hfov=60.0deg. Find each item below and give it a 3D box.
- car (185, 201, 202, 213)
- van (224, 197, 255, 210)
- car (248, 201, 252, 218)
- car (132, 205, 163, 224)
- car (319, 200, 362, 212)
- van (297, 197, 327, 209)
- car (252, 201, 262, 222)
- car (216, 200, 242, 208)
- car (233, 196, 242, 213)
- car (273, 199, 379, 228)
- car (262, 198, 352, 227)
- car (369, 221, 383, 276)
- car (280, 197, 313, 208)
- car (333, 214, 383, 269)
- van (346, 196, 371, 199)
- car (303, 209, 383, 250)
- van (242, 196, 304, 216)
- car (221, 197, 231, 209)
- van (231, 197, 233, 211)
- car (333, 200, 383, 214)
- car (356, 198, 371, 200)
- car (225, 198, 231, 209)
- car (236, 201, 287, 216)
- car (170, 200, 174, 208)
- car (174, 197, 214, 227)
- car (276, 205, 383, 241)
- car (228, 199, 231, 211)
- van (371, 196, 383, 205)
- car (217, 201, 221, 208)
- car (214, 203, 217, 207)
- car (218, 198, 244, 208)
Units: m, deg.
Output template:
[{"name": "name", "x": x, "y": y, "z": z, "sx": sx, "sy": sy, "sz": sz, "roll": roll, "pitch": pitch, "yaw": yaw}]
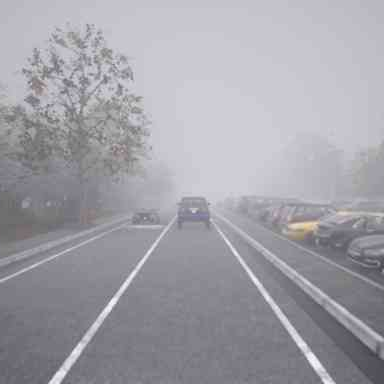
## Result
[{"name": "car", "x": 0.155, "y": 1.887, "z": 42.547, "sx": 2.033, "sy": 1.411, "sz": 5.357, "roll": 0, "pitch": -1, "yaw": 0}, {"name": "van", "x": 7.265, "y": 1.754, "z": 51.122, "sx": 4.442, "sy": 1.987, "sz": 1.878, "roll": 0, "pitch": -1, "yaw": 0}, {"name": "car", "x": 7.080, "y": 1.631, "z": 26.155, "sx": 4.674, "sy": 1.452, "sz": 2.002, "roll": 0, "pitch": 0, "yaw": 0}, {"name": "car", "x": -3.323, "y": 1.687, "z": 25.556, "sx": 1.994, "sy": 1.385, "sz": 4.181, "roll": 0, "pitch": 0, "yaw": 0}, {"name": "car", "x": 20.206, "y": 1.865, "z": 45.349, "sx": 4.892, "sy": 1.521, "sz": 2.231, "roll": 0, "pitch": -1, "yaw": 0}, {"name": "van", "x": 20.360, "y": 1.858, "z": 56.432, "sx": 4.442, "sy": 1.987, "sz": 1.878, "roll": 0, "pitch": -1, "yaw": 0}, {"name": "car", "x": 7.064, "y": 1.580, "z": 23.379, "sx": 5.008, "sy": 1.535, "sz": 2.097, "roll": 0, "pitch": 0, "yaw": 0}, {"name": "car", "x": 7.194, "y": 2.264, "z": 64.992, "sx": 5.008, "sy": 1.535, "sz": 2.097, "roll": 0, "pitch": -1, "yaw": 0}, {"name": "car", "x": 7.122, "y": 1.360, "z": 31.709, "sx": 5.566, "sy": 2.045, "sz": 2.435, "roll": 0, "pitch": 0, "yaw": 0}, {"name": "car", "x": 7.023, "y": 1.434, "z": 17.827, "sx": 4.553, "sy": 1.767, "sz": 2.185, "roll": 0, "pitch": 0, "yaw": 0}, {"name": "car", "x": 7.031, "y": 1.445, "z": 20.603, "sx": 4.553, "sy": 1.767, "sz": 2.185, "roll": 0, "pitch": 0, "yaw": 0}, {"name": "car", "x": 6.837, "y": 1.516, "z": 6.723, "sx": 5.366, "sy": 1.575, "sz": 1.946, "roll": 0, "pitch": 0, "yaw": 0}, {"name": "car", "x": 20.294, "y": 2.004, "z": 64.738, "sx": 5.566, "sy": 2.045, "sz": 2.435, "roll": 0, "pitch": -2, "yaw": 0}, {"name": "car", "x": 7.037, "y": 1.530, "z": 9.498, "sx": 4.892, "sy": 1.521, "sz": 2.231, "roll": 0, "pitch": 0, "yaw": 0}, {"name": "van", "x": 20.071, "y": 1.474, "z": 37.045, "sx": 4.442, "sy": 1.987, "sz": 1.878, "roll": 0, "pitch": -1, "yaw": 0}, {"name": "car", "x": 7.032, "y": 1.541, "z": 12.275, "sx": 4.892, "sy": 1.521, "sz": 2.231, "roll": 0, "pitch": 0, "yaw": 0}, {"name": "van", "x": 6.969, "y": 1.375, "z": 28.933, "sx": 4.442, "sy": 1.987, "sz": 1.878, "roll": 0, "pitch": 0, "yaw": 0}, {"name": "car", "x": 7.146, "y": 1.925, "z": 48.342, "sx": 5.008, "sy": 1.535, "sz": 2.097, "roll": 0, "pitch": -1, "yaw": 0}, {"name": "van", "x": 6.992, "y": 1.480, "z": 37.244, "sx": 4.442, "sy": 1.987, "sz": 1.878, "roll": 0, "pitch": -1, "yaw": 0}, {"name": "car", "x": 20.011, "y": 1.752, "z": 39.809, "sx": 5.366, "sy": 1.575, "sz": 1.946, "roll": 0, "pitch": -1, "yaw": 0}, {"name": "car", "x": 20.185, "y": 1.645, "z": 34.271, "sx": 5.008, "sy": 1.535, "sz": 2.097, "roll": 0, "pitch": -1, "yaw": 0}, {"name": "car", "x": 7.095, "y": 1.845, "z": 42.792, "sx": 4.792, "sy": 1.488, "sz": 2.163, "roll": 0, "pitch": -1, "yaw": 0}, {"name": "car", "x": 7.130, "y": 1.680, "z": 34.457, "sx": 4.792, "sy": 1.488, "sz": 2.163, "roll": 0, "pitch": -1, "yaw": 0}, {"name": "car", "x": -3.154, "y": 2.332, "z": 66.204, "sx": 1.837, "sy": 1.490, "sz": 4.892, "roll": 0, "pitch": -2, "yaw": 1}, {"name": "car", "x": 0.121, "y": 1.330, "z": 23.591, "sx": 2.150, "sy": 2.045, "sz": 5.566, "roll": 0, "pitch": 0, "yaw": 0}, {"name": "car", "x": 6.861, "y": 1.547, "z": 15.051, "sx": 5.366, "sy": 1.575, "sz": 1.946, "roll": 0, "pitch": 0, "yaw": 0}, {"name": "car", "x": 7.119, "y": 1.801, "z": 40.014, "sx": 4.674, "sy": 1.452, "sz": 2.002, "roll": 0, "pitch": -1, "yaw": 0}, {"name": "van", "x": 20.056, "y": 1.383, "z": 31.655, "sx": 4.442, "sy": 1.987, "sz": 1.878, "roll": 0, "pitch": -1, "yaw": 0}, {"name": "car", "x": 7.193, "y": 2.119, "z": 56.668, "sx": 4.792, "sy": 1.488, "sz": 2.163, "roll": 0, "pitch": -1, "yaw": 0}, {"name": "car", "x": 7.143, "y": 1.893, "z": 59.450, "sx": 5.566, "sy": 2.045, "sz": 2.435, "roll": 0, "pitch": -1, "yaw": 0}, {"name": "car", "x": 7.211, "y": 2.077, "z": 62.218, "sx": 4.553, "sy": 1.767, "sz": 2.185, "roll": 0, "pitch": -1, "yaw": 0}]
